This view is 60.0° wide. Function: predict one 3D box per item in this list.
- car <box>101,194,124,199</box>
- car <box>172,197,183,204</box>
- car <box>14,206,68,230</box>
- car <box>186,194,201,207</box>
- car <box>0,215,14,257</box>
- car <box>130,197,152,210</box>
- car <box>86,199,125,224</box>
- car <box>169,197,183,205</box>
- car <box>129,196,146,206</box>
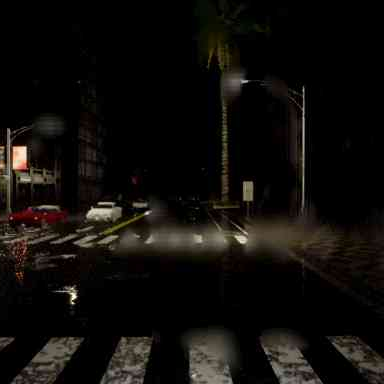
[{"bbox_3d":[-9.677,1.238,40.699,2.150,2.045,5.566,0,0,0],"label":"car"},{"bbox_3d":[-2.878,1.633,67.651,1.994,1.385,4.181,0,0,0],"label":"car"},{"bbox_3d":[-9.761,1.605,21.459,1.895,1.301,4.718,0,0,0],"label":"car"},{"bbox_3d":[0.223,1.259,53.399,2.150,2.045,5.566,0,0,0],"label":"car"},{"bbox_3d":[-6.566,1.505,7.942,1.837,1.490,4.892,0,0,0],"label":"car"},{"bbox_3d":[-6.411,1.621,43.349,1.895,1.301,4.718,0,0,0],"label":"car"},{"bbox_3d":[-6.494,1.532,25.138,1.812,1.442,4.674,0,0,0],"label":"car"},{"bbox_3d":[-2.920,1.610,57.693,1.994,1.385,4.181,0,0,1],"label":"car"},{"bbox_3d":[-9.508,1.551,57.999,2.128,1.511,4.902,0,0,0],"label":"car"}]
